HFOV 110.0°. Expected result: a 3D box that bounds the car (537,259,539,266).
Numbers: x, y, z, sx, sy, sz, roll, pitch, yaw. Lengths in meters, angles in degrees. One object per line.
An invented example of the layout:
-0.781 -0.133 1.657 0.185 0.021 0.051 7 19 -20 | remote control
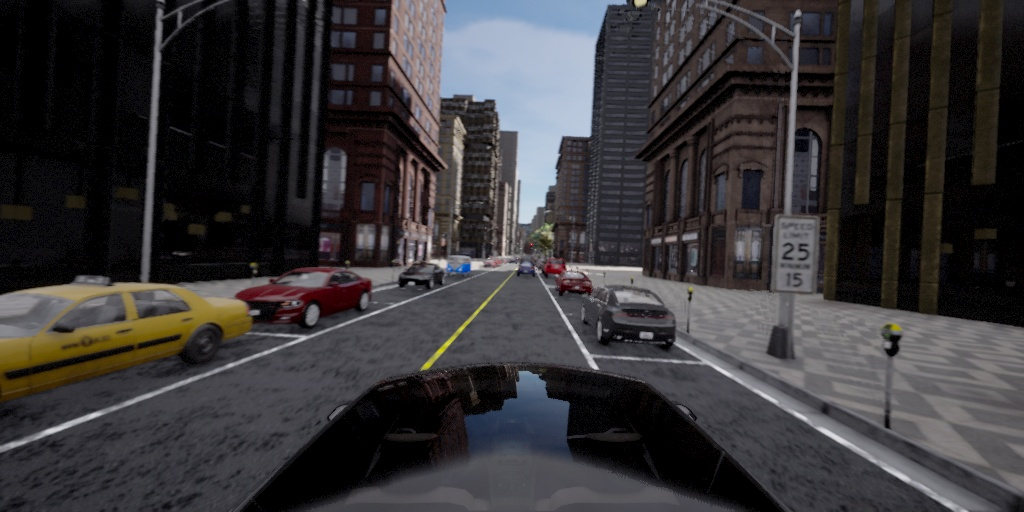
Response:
5.054 1.674 58.357 1.948 1.339 4.313 0 0 3 | car

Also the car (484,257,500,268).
-3.492 1.230 57.772 1.802 1.307 4.207 0 0 3 | car

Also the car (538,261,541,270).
4.900 1.304 45.747 2.150 2.045 5.566 3 0 3 | car

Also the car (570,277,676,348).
2.931 1.461 9.810 2.007 1.370 4.403 0 0 3 | car

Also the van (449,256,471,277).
-4.650 0.877 31.294 1.690 1.789 3.998 0 0 3 | van

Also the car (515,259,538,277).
1.552 1.409 38.750 1.812 1.442 4.674 3 0 3 | car

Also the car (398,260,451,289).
-5.113 1.058 20.703 1.948 1.339 4.313 0 0 3 | car

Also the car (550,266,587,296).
3.403 1.495 20.597 1.888 1.381 4.507 0 0 3 | car

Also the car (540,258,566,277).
4.595 1.267 38.754 2.150 2.045 5.566 3 0 3 | car

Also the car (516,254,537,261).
2.133 1.161 51.996 2.150 2.045 5.566 3 0 3 | car

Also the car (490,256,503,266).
-3.261 0.983 63.068 2.192 1.841 5.009 0 0 3 | car

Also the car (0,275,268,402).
-5.816 0.962 4.648 1.751 1.417 4.829 0 0 3 | car

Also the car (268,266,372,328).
-5.577 0.999 10.113 1.888 1.381 4.507 0 0 3 | car
